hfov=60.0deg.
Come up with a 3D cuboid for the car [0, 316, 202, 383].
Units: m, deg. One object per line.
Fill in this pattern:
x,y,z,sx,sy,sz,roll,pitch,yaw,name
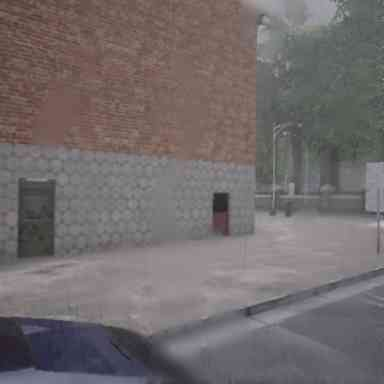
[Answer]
-1.853,1.568,1.734,4.181,1.385,1.994,-1,0,-35,car
